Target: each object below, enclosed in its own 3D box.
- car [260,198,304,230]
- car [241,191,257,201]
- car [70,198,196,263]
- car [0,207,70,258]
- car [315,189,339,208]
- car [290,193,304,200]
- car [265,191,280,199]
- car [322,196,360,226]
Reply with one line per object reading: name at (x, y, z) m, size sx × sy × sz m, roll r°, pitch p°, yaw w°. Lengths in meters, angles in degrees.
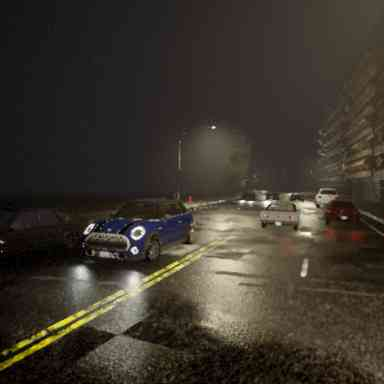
car at (5.093, 1.248, 18.635) m, size 1.895 × 1.301 × 4.718 m, roll 2°, pitch 1°, yaw 20°
car at (8.404, 0.561, 48.692) m, size 1.994 × 1.385 × 4.181 m, roll 2°, pitch 1°, yaw 18°
car at (-1.514, 1.043, 10.956) m, size 2.097 × 1.767 × 4.553 m, roll 2°, pitch 1°, yaw 21°
car at (-5.313, 1.177, 10.133) m, size 2.033 × 1.411 × 5.357 m, roll 2°, pitch 1°, yaw 21°
car at (14.822, 0.649, 36.515) m, size 2.150 × 2.045 × 5.566 m, roll 2°, pitch 2°, yaw 19°
car at (14.993, 0.771, 47.362) m, size 1.895 × 1.301 × 4.718 m, roll 2°, pitch 1°, yaw 18°
car at (11.998, 0.553, 49.255) m, size 2.128 × 1.511 × 4.902 m, roll 2°, pitch 1°, yaw 18°
car at (9.290, 1.212, 20.727) m, size 1.812 × 1.442 × 4.674 m, roll 2°, pitch 2°, yaw 20°
